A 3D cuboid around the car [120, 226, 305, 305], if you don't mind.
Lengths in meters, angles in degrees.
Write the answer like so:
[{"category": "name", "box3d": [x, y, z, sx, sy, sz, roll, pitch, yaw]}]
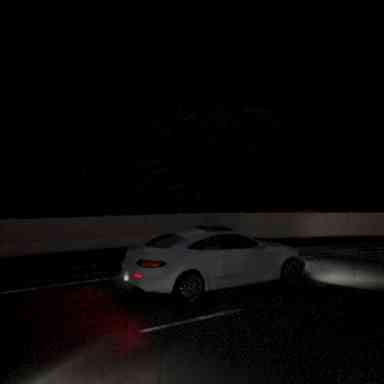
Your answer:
[{"category": "car", "box3d": [0.636, 1.561, 8.051, 4.674, 1.442, 1.812, 1, 0, -30]}]
